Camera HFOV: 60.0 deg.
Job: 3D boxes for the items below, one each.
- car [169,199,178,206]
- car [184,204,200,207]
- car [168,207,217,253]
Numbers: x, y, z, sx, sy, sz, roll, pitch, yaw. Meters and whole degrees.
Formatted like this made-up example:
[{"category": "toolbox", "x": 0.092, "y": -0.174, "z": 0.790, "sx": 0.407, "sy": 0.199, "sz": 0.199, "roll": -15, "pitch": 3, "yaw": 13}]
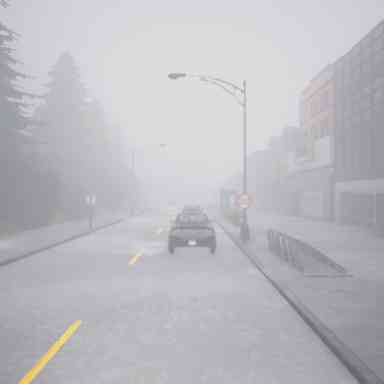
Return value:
[{"category": "car", "x": -3.958, "y": 2.220, "z": 70.972, "sx": 2.128, "sy": 1.511, "sz": 4.902, "roll": 0, "pitch": -1, "yaw": 0}, {"category": "car", "x": 0.022, "y": 1.797, "z": 29.300, "sx": 1.837, "sy": 1.490, "sz": 4.892, "roll": 0, "pitch": 0, "yaw": 0}, {"category": "car", "x": 0.013, "y": 1.634, "z": 14.286, "sx": 2.128, "sy": 1.511, "sz": 4.902, "roll": 0, "pitch": 0, "yaw": 0}]
